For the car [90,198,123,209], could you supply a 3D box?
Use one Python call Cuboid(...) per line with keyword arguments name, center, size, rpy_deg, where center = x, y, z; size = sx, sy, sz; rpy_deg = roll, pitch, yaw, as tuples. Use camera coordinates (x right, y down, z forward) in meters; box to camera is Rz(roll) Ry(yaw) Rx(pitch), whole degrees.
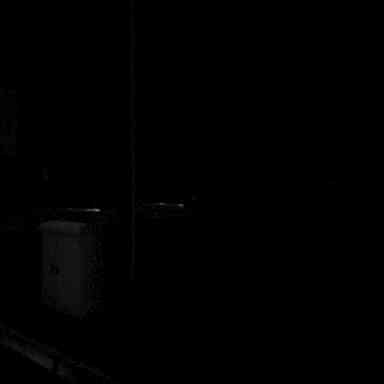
Cuboid(name="car", center=(-10.639, 1.389, 41.480), size=(1.994, 1.385, 4.181), rpy_deg=(0, 0, 32))
